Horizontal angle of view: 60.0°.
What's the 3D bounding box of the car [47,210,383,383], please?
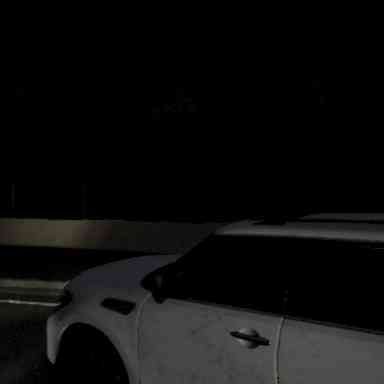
[{"bbox_3d":[1.054,1.203,3.092,5.566,2.045,2.150,0,0,33],"label":"car"}]
